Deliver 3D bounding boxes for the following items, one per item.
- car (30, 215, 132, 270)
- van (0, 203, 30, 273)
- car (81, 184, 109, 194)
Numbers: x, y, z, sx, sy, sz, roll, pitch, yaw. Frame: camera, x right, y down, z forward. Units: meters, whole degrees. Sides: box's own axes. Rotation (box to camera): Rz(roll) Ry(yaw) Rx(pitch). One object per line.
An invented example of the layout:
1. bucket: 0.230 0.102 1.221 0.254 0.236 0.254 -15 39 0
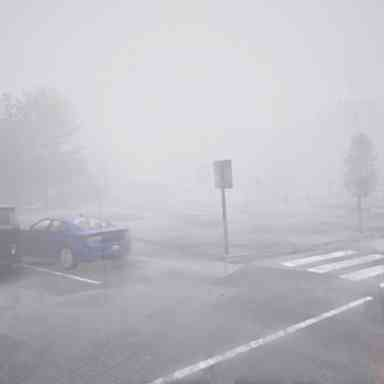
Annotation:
1. car: -4.231 1.499 11.104 5.008 1.535 2.097 -1 -1 35
2. van: -6.790 1.275 9.456 4.442 1.987 1.878 -1 -1 35
3. car: -15.359 -0.588 54.487 2.163 1.488 4.792 1 6 16
